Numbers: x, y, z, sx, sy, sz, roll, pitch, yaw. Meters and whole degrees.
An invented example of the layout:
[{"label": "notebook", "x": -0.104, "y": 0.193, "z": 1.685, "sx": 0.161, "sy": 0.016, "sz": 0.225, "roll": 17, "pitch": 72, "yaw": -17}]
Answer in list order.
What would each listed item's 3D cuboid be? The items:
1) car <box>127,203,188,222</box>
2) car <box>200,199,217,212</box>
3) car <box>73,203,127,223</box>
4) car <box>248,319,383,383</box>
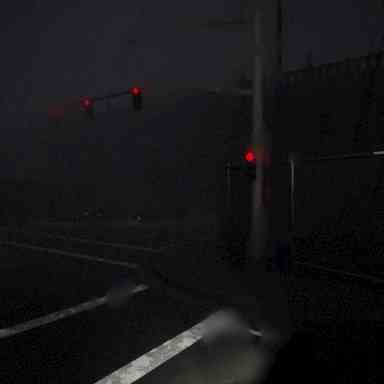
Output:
[{"label": "car", "x": -2.442, "y": 1.601, "z": 27.137, "sx": 2.033, "sy": 1.411, "sz": 5.357, "roll": 0, "pitch": 0, "yaw": 35}, {"label": "car", "x": 2.794, "y": 1.579, "z": 40.521, "sx": 1.812, "sy": 1.442, "sz": 4.674, "roll": 0, "pitch": 0, "yaw": 35}, {"label": "car", "x": -7.168, "y": 1.579, "z": 26.504, "sx": 1.812, "sy": 1.442, "sz": 4.674, "roll": 0, "pitch": 0, "yaw": 35}, {"label": "car", "x": 2.971, "y": 1.547, "z": 1.848, "sx": 5.357, "sy": 1.411, "sz": 2.033, "roll": 0, "pitch": 0, "yaw": 36}]
